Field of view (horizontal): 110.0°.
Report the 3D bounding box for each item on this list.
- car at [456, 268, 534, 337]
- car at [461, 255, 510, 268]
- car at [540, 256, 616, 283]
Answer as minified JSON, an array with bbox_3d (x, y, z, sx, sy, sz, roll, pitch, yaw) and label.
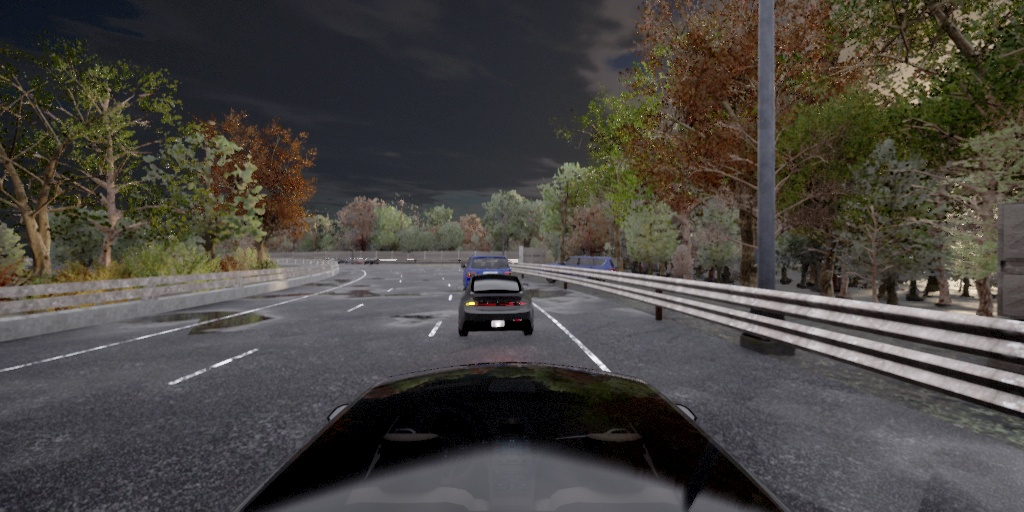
[{"bbox_3d":[-0.534,1.254,10.367,1.837,1.490,4.892,0,0,-5],"label":"car"},{"bbox_3d":[-1.315,0.970,17.852,2.150,2.045,5.566,0,0,-9],"label":"car"},{"bbox_3d":[4.806,0.992,26.197,5.566,2.045,2.150,3,1,15],"label":"car"}]
